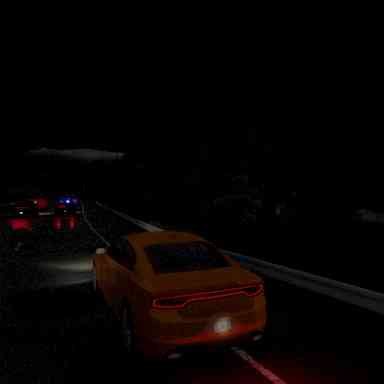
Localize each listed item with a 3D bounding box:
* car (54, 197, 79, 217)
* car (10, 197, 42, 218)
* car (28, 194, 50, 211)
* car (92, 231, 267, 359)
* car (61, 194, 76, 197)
[{"bbox_3d":[-11.933,1.491,31.535,2.128,1.511,4.902,0,0,-19],"label":"car"},{"bbox_3d":[-15.108,1.505,30.147,1.837,1.490,4.892,0,0,-19],"label":"car"},{"bbox_3d":[-18.520,1.221,40.043,2.150,2.045,5.566,0,0,-19],"label":"car"},{"bbox_3d":[-0.658,1.478,6.299,1.882,1.535,5.008,0,0,-25],"label":"car"},{"bbox_3d":[-15.354,1.221,41.436,2.150,2.045,5.566,0,0,-18],"label":"car"}]
